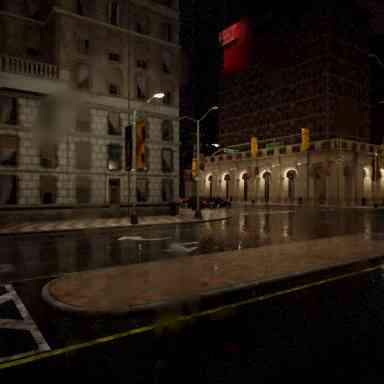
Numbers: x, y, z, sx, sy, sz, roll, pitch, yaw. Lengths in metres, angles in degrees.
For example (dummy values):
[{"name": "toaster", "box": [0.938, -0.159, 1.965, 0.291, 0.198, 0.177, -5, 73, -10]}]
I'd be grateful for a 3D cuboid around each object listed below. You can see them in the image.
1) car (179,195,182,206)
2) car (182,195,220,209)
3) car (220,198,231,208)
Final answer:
[{"name": "car", "box": [-2.256, 1.352, 55.888, 2.097, 1.767, 4.553, 0, 0, -35]}, {"name": "car", "box": [1.196, 1.352, 44.987, 2.097, 1.767, 4.553, 0, 0, -35]}, {"name": "car", "box": [3.490, 1.478, 47.792, 1.882, 1.535, 5.008, 0, 0, -36]}]
